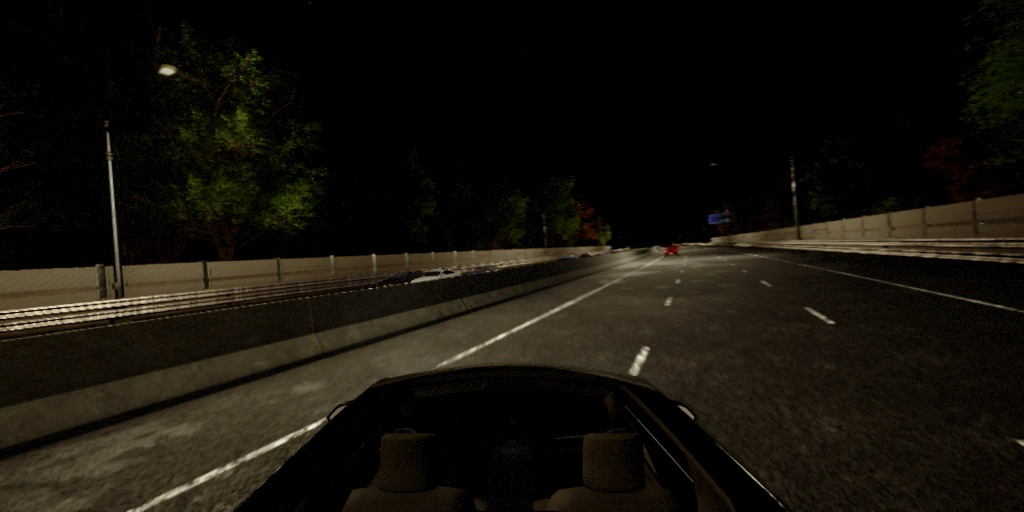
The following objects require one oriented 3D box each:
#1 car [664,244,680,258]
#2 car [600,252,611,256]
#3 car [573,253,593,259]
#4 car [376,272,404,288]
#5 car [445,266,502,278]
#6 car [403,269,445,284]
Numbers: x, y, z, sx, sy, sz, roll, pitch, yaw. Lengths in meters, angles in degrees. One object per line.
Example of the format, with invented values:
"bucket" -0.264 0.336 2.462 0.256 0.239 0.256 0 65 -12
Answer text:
"car" 22.412 -0.625 50.405 1.812 1.442 4.674 -4 0 26
"car" 16.403 0.053 62.032 2.033 1.411 5.357 -4 0 26
"car" 12.797 0.285 62.627 1.837 1.490 4.892 -4 0 26
"car" -8.180 1.939 28.307 2.033 1.411 5.357 -4 0 27
"car" -2.012 1.463 25.035 2.033 1.411 5.357 -4 0 27
"car" -5.339 1.697 26.212 1.812 1.442 4.674 -4 0 27
